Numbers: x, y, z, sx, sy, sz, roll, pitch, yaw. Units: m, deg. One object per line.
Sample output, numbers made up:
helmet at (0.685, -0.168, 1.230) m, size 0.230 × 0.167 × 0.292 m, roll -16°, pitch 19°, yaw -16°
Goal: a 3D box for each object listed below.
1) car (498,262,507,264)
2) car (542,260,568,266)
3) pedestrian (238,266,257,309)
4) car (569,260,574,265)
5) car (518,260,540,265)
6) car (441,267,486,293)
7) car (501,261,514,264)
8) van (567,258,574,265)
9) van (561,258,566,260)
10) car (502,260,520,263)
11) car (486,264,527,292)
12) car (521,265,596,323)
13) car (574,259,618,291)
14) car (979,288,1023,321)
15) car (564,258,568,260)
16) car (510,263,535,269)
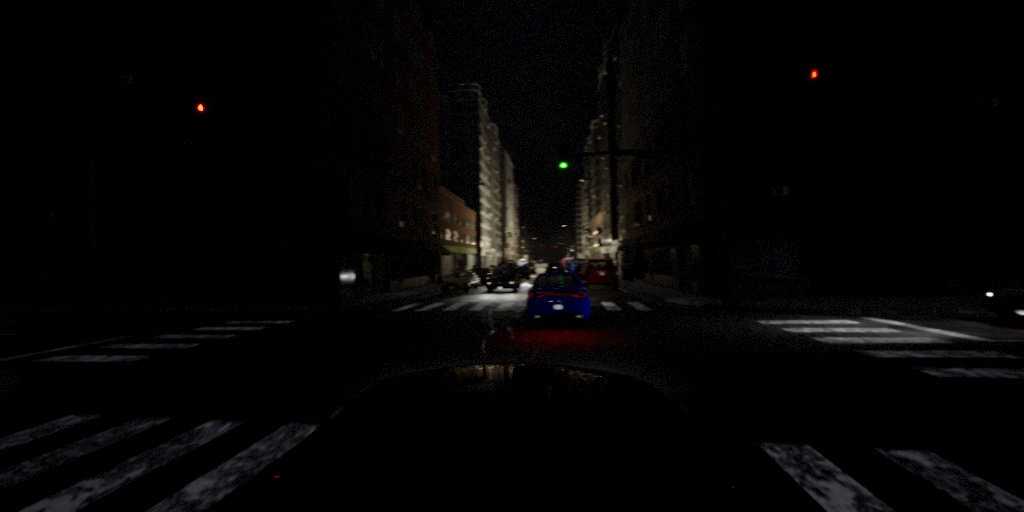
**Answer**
car at (-1.900, 1.567, 34.319) m, size 1.751 × 1.417 × 4.829 m, roll 0°, pitch 0°, yaw 7°
car at (3.965, 1.403, 33.332) m, size 1.837 × 1.490 × 4.892 m, roll -1°, pitch 0°, yaw 7°
pedestrian at (-10.902, 1.239, 14.849) m, size 0.375 × 1.860 × 0.375 m, roll -1°, pitch -1°, yaw 7°
car at (6.585, 1.384, 33.492) m, size 1.888 × 1.381 × 4.507 m, roll 0°, pitch 0°, yaw 7°
car at (2.001, 1.567, 43.746) m, size 2.033 × 1.411 × 5.357 m, roll -1°, pitch 0°, yaw 7°
car at (-3.191, 1.514, 23.083) m, size 1.751 × 1.417 × 4.829 m, roll 0°, pitch 0°, yaw 7°
car at (-1.254, 1.593, 39.937) m, size 1.751 × 1.417 × 4.829 m, roll 0°, pitch 0°, yaw 7°
van at (7.230, 1.206, 39.112) m, size 1.690 × 1.789 × 3.998 m, roll 0°, pitch 0°, yaw 7°
van at (9.813, 1.305, 61.590) m, size 1.690 × 1.789 × 3.998 m, roll 0°, pitch 0°, yaw 7°
car at (-0.589, 1.408, 45.725) m, size 2.192 × 1.841 × 5.009 m, roll 0°, pitch 0°, yaw 7°
car at (-0.403, 1.472, 23.315) m, size 2.033 × 1.411 × 5.357 m, roll -1°, pitch 0°, yaw 6°
car at (1.553, 1.266, 12.349) m, size 1.882 × 1.535 × 5.008 m, roll -1°, pitch 0°, yaw 7°
car at (5.293, 1.100, 22.253) m, size 2.192 × 1.841 × 5.009 m, roll 0°, pitch 0°, yaw 7°
car at (14.815, 1.053, 8.614) m, size 4.718 × 1.301 × 1.895 m, roll -1°, pitch -1°, yaw 7°
car at (8.541, 1.441, 50.520) m, size 1.751 × 1.417 × 4.829 m, roll 0°, pitch 0°, yaw 7°
car at (0.745, 1.572, 33.161) m, size 1.895 × 1.301 × 4.718 m, roll -1°, pitch 0°, yaw 7°
